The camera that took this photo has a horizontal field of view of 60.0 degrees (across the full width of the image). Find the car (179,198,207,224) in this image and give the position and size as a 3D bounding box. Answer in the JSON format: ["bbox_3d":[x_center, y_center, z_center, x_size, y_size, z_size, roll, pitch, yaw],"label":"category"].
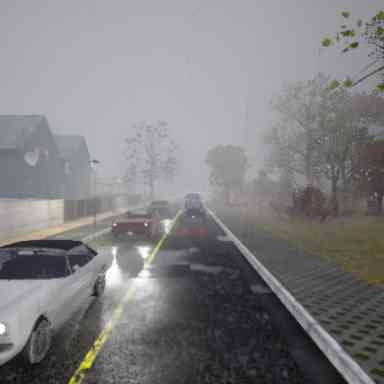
[{"bbox_3d":[0.094,1.450,24.612,2.128,1.511,4.902,0,0,0],"label":"car"}]

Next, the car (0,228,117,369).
[{"bbox_3d":[-2.846,1.590,5.825,1.895,1.301,4.718,0,0,0],"label":"car"}]

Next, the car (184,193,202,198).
[{"bbox_3d":[0.088,1.147,43.794,2.150,2.045,5.566,0,0,0],"label":"car"}]

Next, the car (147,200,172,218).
[{"bbox_3d":[-2.820,1.427,29.499,1.882,1.535,5.008,0,0,0],"label":"car"}]

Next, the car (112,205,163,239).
[{"bbox_3d":[-2.809,1.570,17.393,1.895,1.301,4.718,0,0,1],"label":"car"}]
